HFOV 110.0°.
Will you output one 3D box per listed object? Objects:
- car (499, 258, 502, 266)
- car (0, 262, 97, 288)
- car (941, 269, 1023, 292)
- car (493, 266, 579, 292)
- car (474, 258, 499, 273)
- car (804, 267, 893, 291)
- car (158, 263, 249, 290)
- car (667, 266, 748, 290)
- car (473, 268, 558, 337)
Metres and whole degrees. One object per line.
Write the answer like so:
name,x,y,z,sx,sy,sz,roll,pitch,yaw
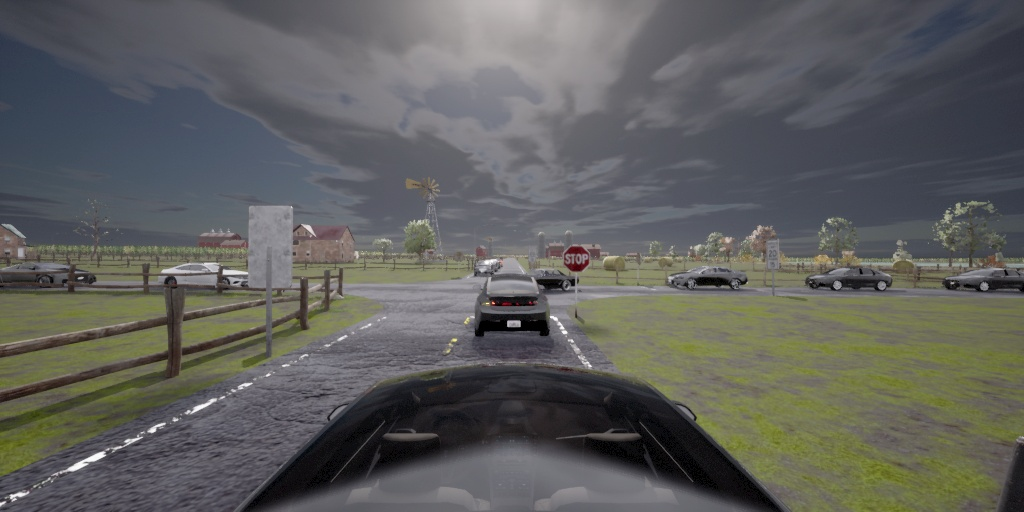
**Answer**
car,-2.810,1.242,46.494,2.128,1.511,4.902,0,0,0
car,-26.346,1.048,20.218,4.181,1.385,1.994,1,-1,-1
car,31.723,1.587,23.895,4.892,1.490,1.837,1,-1,-1
car,1.517,1.369,20.403,4.718,1.301,1.895,1,0,-35
car,-2.826,1.243,37.048,2.128,1.511,4.902,0,0,0
car,22.220,1.500,23.783,4.892,1.490,1.837,1,-1,-1
car,-17.226,1.104,20.331,4.674,1.442,1.812,1,-1,-1
car,12.818,1.397,23.621,4.902,1.511,2.128,1,-1,-2
car,-0.065,1.256,10.359,1.837,1.490,4.892,0,0,-3
